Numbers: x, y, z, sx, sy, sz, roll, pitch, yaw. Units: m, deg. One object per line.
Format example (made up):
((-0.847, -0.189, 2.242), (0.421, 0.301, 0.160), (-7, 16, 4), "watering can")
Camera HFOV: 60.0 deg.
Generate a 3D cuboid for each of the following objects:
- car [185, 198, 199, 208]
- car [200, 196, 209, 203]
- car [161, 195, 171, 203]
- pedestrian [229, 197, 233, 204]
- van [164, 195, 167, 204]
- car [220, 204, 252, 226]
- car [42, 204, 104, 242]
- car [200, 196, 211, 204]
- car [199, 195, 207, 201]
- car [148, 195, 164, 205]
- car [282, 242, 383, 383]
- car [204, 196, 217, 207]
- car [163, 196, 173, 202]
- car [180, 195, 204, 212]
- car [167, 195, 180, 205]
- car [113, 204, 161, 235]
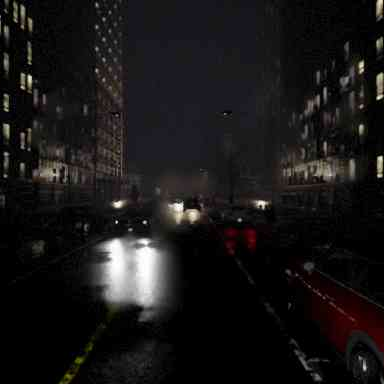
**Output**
((0.008, 1.619, 50.523), (1.895, 1.301, 4.718), (0, 0, 0), "car")
((2.703, 1.565, 73.181), (1.887, 1.381, 4.507), (0, 0, 0), "car")
((-5.676, 1.460, 73.199), (1.967, 1.590, 4.097), (0, 0, 0), "car")
((3.003, 1.305, 26.055), (0.375, 1.860, 0.375), (0, 0, -2), "pedestrian")
((-5.678, 1.360, 61.815), (1.690, 1.788, 3.998), (0, 0, 0), "van")
((3.003, 1.536, 23.213), (1.812, 1.442, 4.674), (0, 0, 0), "car")
((-5.684, 1.448, 16.277), (1.967, 1.590, 4.097), (0, 0, 0), "car")
((2.703, 1.570, 67.489), (2.008, 1.369, 4.403), (0, 0, 0), "car")
((2.705, 1.572, 84.565), (2.008, 1.369, 4.403), (0, 0, 0), "car")
((-5.680, 1.543, 50.260), (1.752, 1.417, 4.829), (0, 0, 0), "car")
((2.696, 1.443, 4.878), (1.967, 1.590, 4.097), (0, 0, 0), "car")
((2.701, 1.458, 50.414), (1.967, 1.590, 4.097), (0, 0, 0), "car")
((-5.677, 1.572, 78.891), (2.008, 1.369, 4.403), (0, 0, 0), "car")
((0.042, 1.367, 39.371), (2.097, 1.767, 4.553), (0, 0, 1), "car")
((-3.034, 1.545, 60.060), (1.812, 1.442, 4.674), (0, 0, 1), "car")
((-3.098, 1.610, 18.996), (1.895, 1.301, 4.718), (0, 0, 0), "car")
